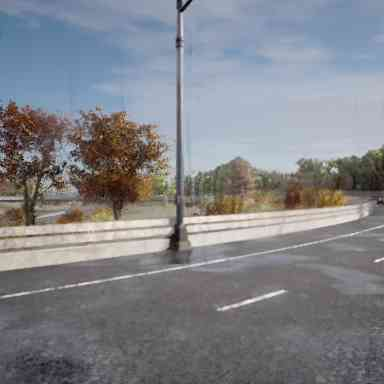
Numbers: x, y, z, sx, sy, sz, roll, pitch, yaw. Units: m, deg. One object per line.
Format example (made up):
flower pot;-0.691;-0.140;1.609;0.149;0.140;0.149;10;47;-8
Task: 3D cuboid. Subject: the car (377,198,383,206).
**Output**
car;36.791;1.818;63.277;2.128;1.511;4.902;0;0;14
